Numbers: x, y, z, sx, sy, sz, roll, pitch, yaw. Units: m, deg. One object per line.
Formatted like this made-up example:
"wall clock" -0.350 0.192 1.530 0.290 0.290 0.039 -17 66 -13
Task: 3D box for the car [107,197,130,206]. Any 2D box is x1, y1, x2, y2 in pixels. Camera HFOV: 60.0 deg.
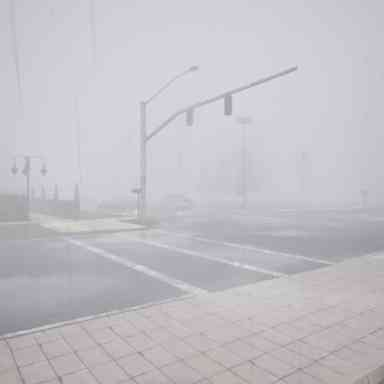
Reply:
"car" -11.991 1.505 54.280 1.837 1.490 4.892 0 -1 -36

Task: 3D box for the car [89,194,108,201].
"car" -20.190 1.152 71.600 2.033 1.411 5.357 0 0 -36

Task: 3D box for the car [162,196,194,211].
"car" -2.001 1.524 40.576 1.812 1.442 4.674 0 0 -36

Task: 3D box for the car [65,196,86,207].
"car" -18.460 1.524 51.273 1.812 1.442 4.674 0 0 -36

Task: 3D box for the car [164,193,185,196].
"car" -2.035 1.217 46.566 2.150 2.045 5.566 0 0 -36

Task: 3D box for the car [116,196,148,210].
"car" -7.609 1.545 42.326 2.033 1.411 5.357 0 0 -36

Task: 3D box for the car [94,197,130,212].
"car" -9.361 1.599 38.786 1.895 1.301 4.718 0 0 -36

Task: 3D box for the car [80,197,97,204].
"car" -20.667 1.598 66.317 1.895 1.301 4.718 0 0 -36

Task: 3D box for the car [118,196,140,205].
"car" -11.244 1.502 59.216 1.837 1.490 4.892 0 0 -36

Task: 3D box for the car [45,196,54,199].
"car" -27.210 1.464 63.408 1.895 1.301 4.718 0 0 -36

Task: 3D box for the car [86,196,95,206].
"car" -17.380 1.505 55.743 1.837 1.490 4.892 0 0 -36
